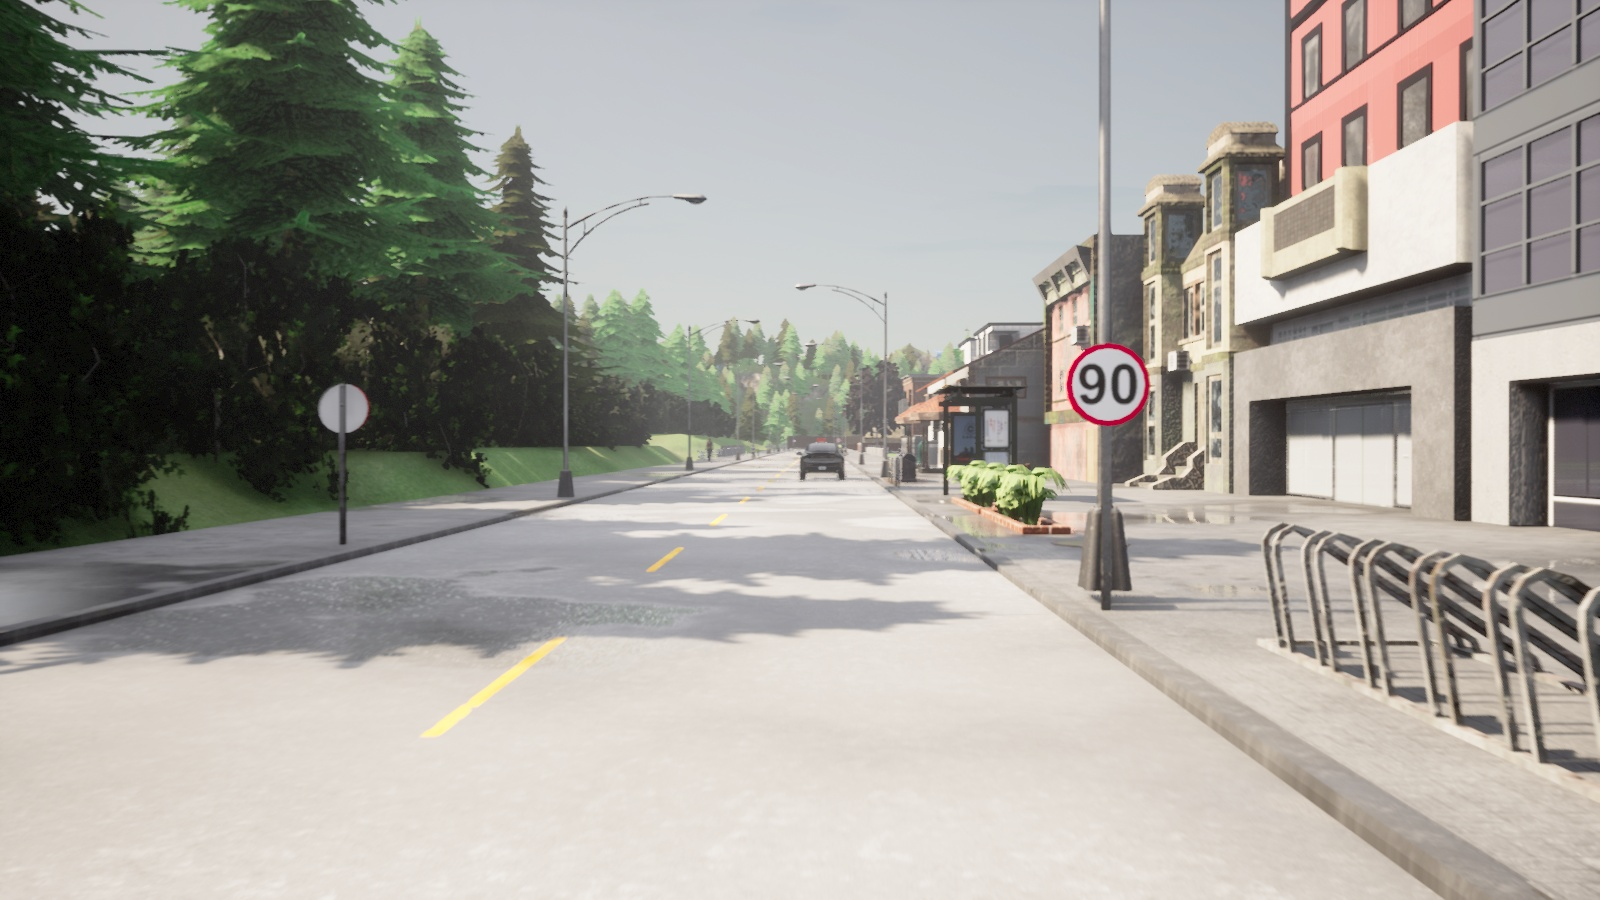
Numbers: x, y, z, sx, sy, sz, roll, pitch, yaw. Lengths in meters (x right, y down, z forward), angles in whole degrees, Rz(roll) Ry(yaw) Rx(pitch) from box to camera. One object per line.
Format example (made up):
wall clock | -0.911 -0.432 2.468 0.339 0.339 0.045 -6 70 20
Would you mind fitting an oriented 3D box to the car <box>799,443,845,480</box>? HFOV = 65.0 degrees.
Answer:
car | 0.901 0.455 52.643 1.837 1.490 4.892 0 0 1
